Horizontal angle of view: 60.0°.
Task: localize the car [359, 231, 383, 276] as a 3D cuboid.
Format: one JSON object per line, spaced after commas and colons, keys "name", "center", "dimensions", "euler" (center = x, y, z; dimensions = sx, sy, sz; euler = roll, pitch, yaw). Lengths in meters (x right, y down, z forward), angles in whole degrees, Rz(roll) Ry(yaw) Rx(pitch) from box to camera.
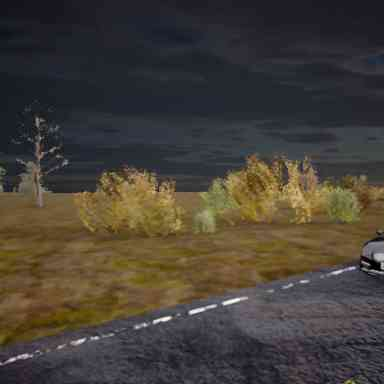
{"name": "car", "center": [6.569, 1.498, 9.344], "dimensions": [4.902, 1.511, 2.128], "euler": [0, 0, -38]}
